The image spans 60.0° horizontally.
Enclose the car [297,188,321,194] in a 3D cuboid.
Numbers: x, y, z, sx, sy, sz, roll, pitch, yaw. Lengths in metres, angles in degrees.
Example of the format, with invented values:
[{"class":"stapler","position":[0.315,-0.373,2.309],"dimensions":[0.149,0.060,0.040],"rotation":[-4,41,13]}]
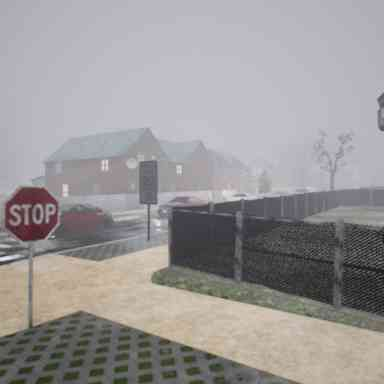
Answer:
[{"class":"car","position":[14.306,0.313,41.885],"dimensions":[2.097,1.767,4.553],"rotation":[0,1,34]}]

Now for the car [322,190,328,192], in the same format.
[{"class":"car","position":[19.731,0.346,50.207],"dimensions":[1.895,1.301,4.718],"rotation":[0,1,33]}]

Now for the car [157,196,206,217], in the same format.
[{"class":"car","position":[-0.600,1.012,24.561],"dimensions":[1.812,1.442,4.674],"rotation":[0,1,33]}]

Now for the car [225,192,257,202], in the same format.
[{"class":"car","position":[4.963,0.774,32.984],"dimensions":[1.812,1.442,4.674],"rotation":[0,1,33]}]

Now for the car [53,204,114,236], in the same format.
[{"class":"car","position":[-5.961,1.281,16.566],"dimensions":[1.994,1.385,4.181],"rotation":[0,1,36]}]

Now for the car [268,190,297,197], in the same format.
[{"class":"car","position":[11.351,0.533,42.585],"dimensions":[2.033,1.411,5.357],"rotation":[0,1,34]}]
